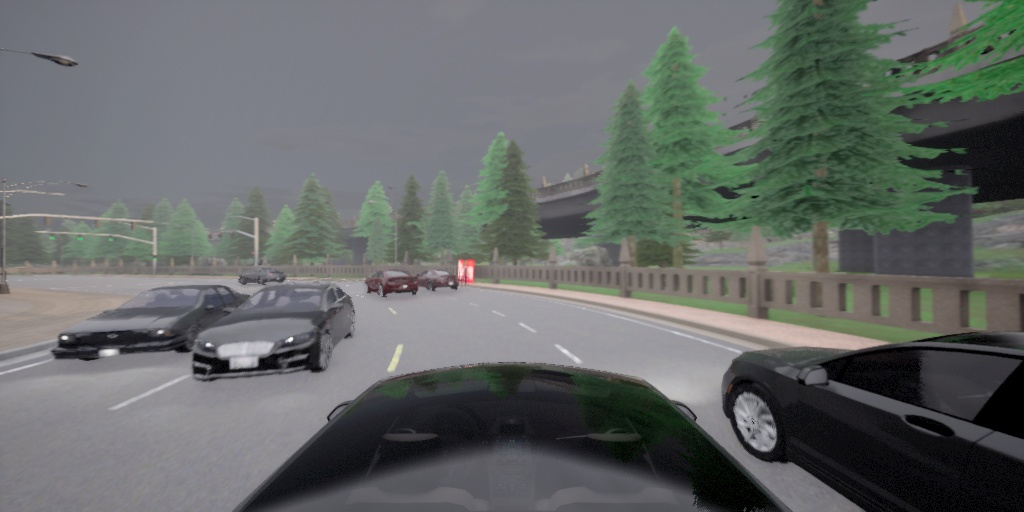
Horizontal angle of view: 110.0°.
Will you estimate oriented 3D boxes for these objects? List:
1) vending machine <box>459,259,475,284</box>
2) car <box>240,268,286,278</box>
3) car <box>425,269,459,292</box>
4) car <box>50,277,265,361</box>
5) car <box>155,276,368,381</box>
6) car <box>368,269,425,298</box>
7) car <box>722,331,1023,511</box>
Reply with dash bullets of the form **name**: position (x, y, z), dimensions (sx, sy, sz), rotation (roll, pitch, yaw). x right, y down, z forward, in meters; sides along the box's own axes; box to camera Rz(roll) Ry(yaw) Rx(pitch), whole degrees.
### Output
- **vending machine**: position (-3.600, 1.270, 28.588), dimensions (1.100, 2.100, 0.880), rotation (0, 0, -43)
- **car**: position (-22.590, 1.830, 32.414), dimensions (4.902, 1.511, 2.128), rotation (-1, -1, 27)
- **car**: position (-5.260, 1.574, 24.181), dimensions (1.812, 1.442, 4.674), rotation (0, -1, -39)
- **car**: position (-8.486, 1.477, 9.290), dimensions (2.033, 1.411, 5.357), rotation (0, -1, -19)
- **car**: position (-4.634, 1.359, 7.726), dimensions (2.128, 1.511, 4.902), rotation (0, -1, -15)
- **car**: position (-7.197, 1.516, 21.101), dimensions (1.882, 1.535, 5.008), rotation (0, -1, -37)
- **car**: position (3.323, 1.218, 2.089), dimensions (1.837, 1.490, 4.892), rotation (0, -1, -2)
